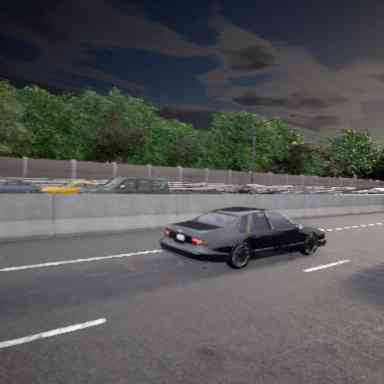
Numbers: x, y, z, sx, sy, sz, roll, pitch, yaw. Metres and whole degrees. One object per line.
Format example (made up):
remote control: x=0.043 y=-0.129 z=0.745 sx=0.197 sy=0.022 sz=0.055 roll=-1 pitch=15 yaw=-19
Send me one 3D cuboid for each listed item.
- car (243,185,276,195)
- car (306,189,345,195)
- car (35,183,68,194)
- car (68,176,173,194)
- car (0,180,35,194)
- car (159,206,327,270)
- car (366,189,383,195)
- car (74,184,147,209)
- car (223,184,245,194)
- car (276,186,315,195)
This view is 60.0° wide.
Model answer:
car: x=8.345 y=0.187 z=36.990 sx=4.718 sy=1.301 sz=1.895 roll=0 pitch=3 yaw=-38
car: x=13.467 y=0.652 z=32.122 sx=4.718 sy=1.301 sz=1.895 roll=0 pitch=3 yaw=-38
car: x=-8.236 y=-0.062 z=24.036 sx=5.008 sy=1.535 sz=1.882 roll=1 pitch=3 yaw=-38
car: x=-3.664 y=0.139 z=18.730 sx=5.566 sy=2.045 sz=2.150 roll=0 pitch=3 yaw=-38
car: x=-13.303 y=-0.224 z=24.514 sx=4.181 sy=1.385 sz=1.994 roll=0 pitch=3 yaw=-38
car: x=1.693 y=1.144 z=9.519 sx=5.357 sy=1.411 sz=2.033 roll=0 pitch=3 yaw=-38
car: x=34.523 y=0.128 z=62.137 sx=5.357 sy=1.411 sz=2.033 roll=1 pitch=3 yaw=-38
car: x=-5.293 y=0.257 z=21.916 sx=4.181 sy=1.385 sz=1.994 roll=0 pitch=3 yaw=-38
car: x=5.826 y=-0.137 z=39.448 sx=4.892 sy=1.490 sz=1.837 roll=1 pitch=3 yaw=-38
car: x=11.364 y=0.185 z=34.891 sx=4.553 sy=1.767 sz=2.097 roll=0 pitch=3 yaw=-38
